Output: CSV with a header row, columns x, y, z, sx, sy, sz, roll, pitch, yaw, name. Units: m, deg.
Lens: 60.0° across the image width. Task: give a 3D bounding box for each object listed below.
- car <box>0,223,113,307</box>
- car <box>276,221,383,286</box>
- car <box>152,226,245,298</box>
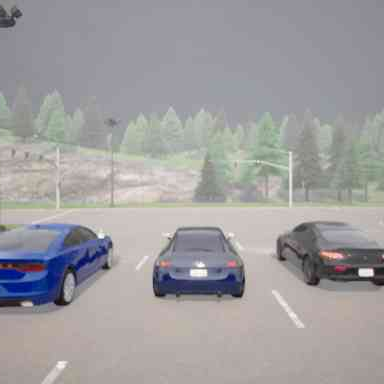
x,y,z,sx,sy,sz,roll,pitch,yaw,name
-3.334,1.475,8.066,1.882,1.535,5.008,0,0,1,car
3.698,1.523,9.288,1.812,1.442,4.674,0,0,1,car
0.179,1.561,8.558,1.994,1.385,4.181,0,0,1,car
